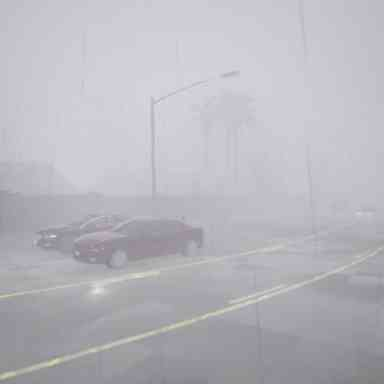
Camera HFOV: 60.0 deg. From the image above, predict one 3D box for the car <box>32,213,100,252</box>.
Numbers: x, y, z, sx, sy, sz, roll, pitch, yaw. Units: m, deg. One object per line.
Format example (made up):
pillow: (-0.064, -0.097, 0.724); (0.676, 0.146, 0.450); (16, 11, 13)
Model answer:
car: (-4.195, 1.687, 14.385); (4.902, 1.511, 2.128); (1, -1, -43)

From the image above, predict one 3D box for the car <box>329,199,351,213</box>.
car: (21.825, 1.995, 48.831); (2.150, 2.045, 5.566); (-1, -1, 35)

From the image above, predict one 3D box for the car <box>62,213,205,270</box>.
car: (-1.704, 1.637, 11.936); (5.008, 1.535, 1.882); (1, -1, -44)

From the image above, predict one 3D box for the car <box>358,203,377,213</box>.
car: (24.703, 2.245, 46.832); (1.994, 1.385, 4.181); (-1, -1, 35)
